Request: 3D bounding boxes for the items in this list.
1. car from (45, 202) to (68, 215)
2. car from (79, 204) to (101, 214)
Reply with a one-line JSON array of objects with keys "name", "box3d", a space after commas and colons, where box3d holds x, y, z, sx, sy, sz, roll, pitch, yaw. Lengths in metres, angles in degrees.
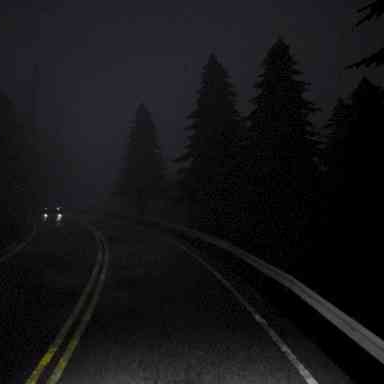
[{"name": "car", "box3d": [-15.883, 1.924, 39.140, 1.837, 1.490, 4.892, 0, -4, -11]}, {"name": "car", "box3d": [-13.261, 2.303, 43.349, 2.033, 1.411, 5.357, 0, -6, -6]}]
